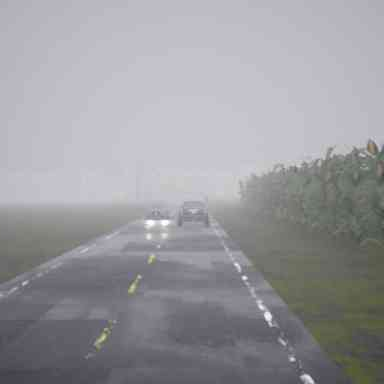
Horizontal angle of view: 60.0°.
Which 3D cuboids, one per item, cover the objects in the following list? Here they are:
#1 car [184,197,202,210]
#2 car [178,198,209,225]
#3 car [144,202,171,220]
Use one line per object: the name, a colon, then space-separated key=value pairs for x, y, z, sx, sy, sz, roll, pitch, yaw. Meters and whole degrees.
car: x=0.103 y=1.492 z=43.223 sx=2.128 sy=1.511 sz=4.902 roll=0 pitch=0 yaw=0
car: x=0.101 y=1.351 z=24.179 sx=2.097 sy=1.767 sz=4.553 roll=0 pitch=0 yaw=0
car: x=-2.844 y=1.563 z=28.385 sx=1.994 sy=1.385 sz=4.181 roll=0 pitch=0 yaw=0
